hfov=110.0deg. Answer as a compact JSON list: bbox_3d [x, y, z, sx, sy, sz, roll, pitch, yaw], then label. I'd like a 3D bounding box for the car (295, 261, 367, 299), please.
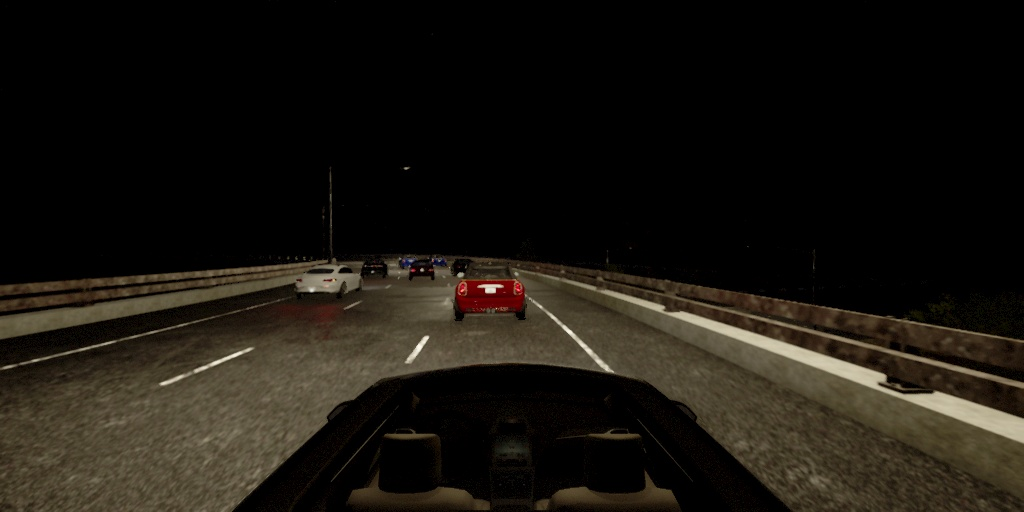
[{"bbox_3d":[-8.446,1.122,16.807,1.812,1.442,4.674,0,1,-9],"label":"car"}]

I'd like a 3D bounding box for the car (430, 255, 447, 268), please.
[{"bbox_3d":[-9.859,0.615,46.318,2.097,1.767,4.553,0,1,-24],"label":"car"}]

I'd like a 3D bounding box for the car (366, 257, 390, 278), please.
[{"bbox_3d":[-11.068,0.953,29.193,2.128,1.511,4.902,0,1,-16],"label":"car"}]

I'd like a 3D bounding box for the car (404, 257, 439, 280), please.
[{"bbox_3d":[-6.945,1.018,27.615,2.033,1.411,5.357,0,1,-14],"label":"car"}]

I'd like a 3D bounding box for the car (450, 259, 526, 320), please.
[{"bbox_3d":[-0.801,0.982,12.270,2.097,1.767,4.553,0,0,-5],"label":"car"}]

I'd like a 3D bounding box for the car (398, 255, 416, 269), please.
[{"bbox_3d":[-12.849,0.643,44.444,2.097,1.767,4.553,0,1,-23],"label":"car"}]
